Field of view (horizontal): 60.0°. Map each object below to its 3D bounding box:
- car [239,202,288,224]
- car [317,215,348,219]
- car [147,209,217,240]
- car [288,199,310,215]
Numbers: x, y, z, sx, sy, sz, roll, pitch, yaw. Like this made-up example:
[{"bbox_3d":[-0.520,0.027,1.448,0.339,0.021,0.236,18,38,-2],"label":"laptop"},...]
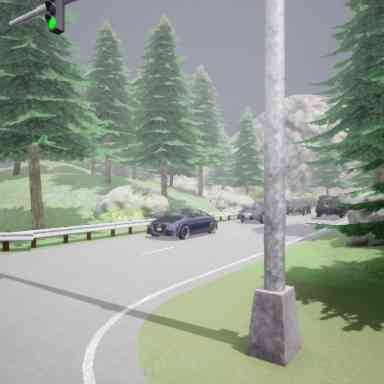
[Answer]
[{"bbox_3d":[5.290,1.507,25.512,2.128,1.511,4.902,0,0,35],"label":"car"},{"bbox_3d":[12.840,1.352,30.086,2.150,2.045,5.566,0,-1,34],"label":"car"},{"bbox_3d":[-0.408,1.579,17.361,1.994,1.385,4.181,0,0,35],"label":"car"},{"bbox_3d":[10.929,1.520,34.032,1.837,1.490,4.892,0,0,28],"label":"car"}]
